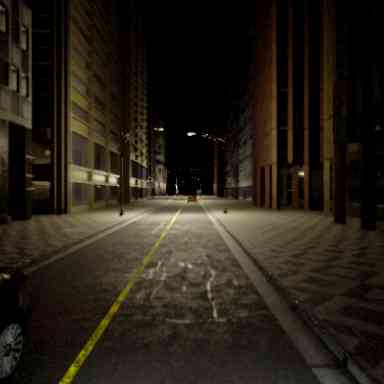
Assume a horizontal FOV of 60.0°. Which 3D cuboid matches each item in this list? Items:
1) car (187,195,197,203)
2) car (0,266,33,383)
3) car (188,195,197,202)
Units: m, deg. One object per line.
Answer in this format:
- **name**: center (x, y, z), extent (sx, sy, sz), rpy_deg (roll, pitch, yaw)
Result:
- **car**: center (0.049, 1.432, 66.280), extent (1.882, 1.535, 5.008), rpy_deg (0, 0, 0)
- **car**: center (-3.084, 1.487, 2.593), extent (2.128, 1.511, 4.902), rpy_deg (0, 0, 0)
- **car**: center (0.054, 1.407, 76.700), extent (2.033, 1.411, 5.357), rpy_deg (0, 0, 0)
